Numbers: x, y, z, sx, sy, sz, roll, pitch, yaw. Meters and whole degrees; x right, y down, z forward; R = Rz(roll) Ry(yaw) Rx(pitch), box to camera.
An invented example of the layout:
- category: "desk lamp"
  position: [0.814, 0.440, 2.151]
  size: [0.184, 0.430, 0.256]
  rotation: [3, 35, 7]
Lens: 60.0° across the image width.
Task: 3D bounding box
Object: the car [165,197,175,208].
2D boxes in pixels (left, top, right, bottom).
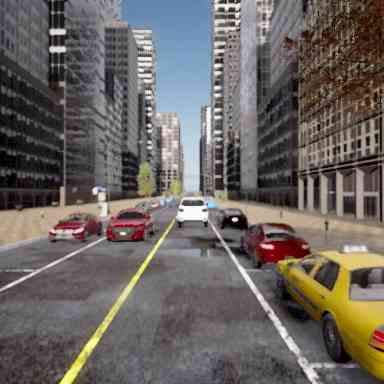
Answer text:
- category: "car"
  position: [-3.119, 2.017, 59.085]
  size: [2.033, 1.411, 5.357]
  rotation: [0, 0, 1]

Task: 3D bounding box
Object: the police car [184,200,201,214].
- category: "police car"
  position: [0.041, 1.852, 42.711]
  size: [2.038, 1.542, 4.974]
  rotation: [0, 0, 0]

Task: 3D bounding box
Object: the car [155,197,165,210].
- category: "car"
  position: [-5.759, 1.847, 50.914]
  size: [1.967, 1.590, 4.097]
  rotation: [0, 0, 0]

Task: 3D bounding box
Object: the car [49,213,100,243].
- category: "car"
  position: [-5.714, 1.720, 16.906]
  size: [1.802, 1.307, 4.206]
  rotation: [0, 0, 0]

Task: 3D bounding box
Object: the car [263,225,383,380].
- category: "car"
  position: [2.681, 1.573, 5.750]
  size: [1.752, 1.417, 4.829]
  rotation: [0, 0, 0]

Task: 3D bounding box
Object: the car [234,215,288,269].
- category: "car"
  position: [2.674, 1.674, 11.247]
  size: [1.802, 1.307, 4.206]
  rotation: [0, 0, 0]

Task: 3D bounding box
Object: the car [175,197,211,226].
- category: "car"
  position: [0.066, 1.427, 25.208]
  size: [2.150, 2.045, 5.566]
  rotation: [0, 0, 0]

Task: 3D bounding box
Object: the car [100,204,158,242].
- category: "car"
  position: [-3.123, 1.620, 17.544]
  size: [1.882, 1.535, 5.008]
  rotation: [0, 0, 0]

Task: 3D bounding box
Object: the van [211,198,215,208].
- category: "van"
  position: [2.621, 1.747, 50.925]
  size: [1.690, 1.788, 3.998]
  rotation: [0, 0, 0]

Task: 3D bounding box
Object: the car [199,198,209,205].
- category: "car"
  position: [2.592, 2.124, 73.597]
  size: [1.887, 1.381, 4.507]
  rotation: [0, 0, 0]

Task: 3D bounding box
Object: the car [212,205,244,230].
- category: "car"
  position: [2.659, 1.748, 22.584]
  size: [1.947, 1.339, 4.313]
  rotation: [0, 0, 0]

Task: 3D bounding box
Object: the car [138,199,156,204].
- category: "car"
  position: [-5.744, 1.885, 39.577]
  size: [1.947, 1.339, 4.313]
  rotation: [0, 0, 0]

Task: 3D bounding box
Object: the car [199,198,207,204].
- category: "car"
  position: [2.585, 2.188, 79.264]
  size: [1.947, 1.339, 4.313]
  rotation: [0, 0, 0]
